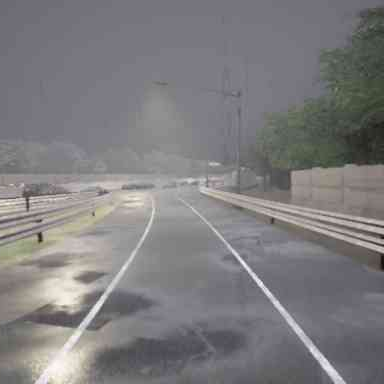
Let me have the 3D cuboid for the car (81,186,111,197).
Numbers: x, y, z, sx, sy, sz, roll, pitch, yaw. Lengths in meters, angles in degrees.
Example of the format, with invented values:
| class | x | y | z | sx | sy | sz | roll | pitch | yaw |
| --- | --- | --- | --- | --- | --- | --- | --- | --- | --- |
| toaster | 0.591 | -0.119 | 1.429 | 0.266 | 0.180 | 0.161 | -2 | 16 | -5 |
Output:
| class | x | y | z | sx | sy | sz | roll | pitch | yaw |
| --- | --- | --- | --- | --- | --- | --- | --- | --- | --- |
| car | -12.411 | 0.011 | 43.449 | 1.882 | 1.535 | 5.008 | 0 | 3 | 16 |

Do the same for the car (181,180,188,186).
| class | x | y | z | sx | sy | sz | roll | pitch | yaw |
| --- | --- | --- | --- | --- | --- | --- | --- | --- | --- |
| car | -2.192 | -2.454 | 90.887 | 2.128 | 1.511 | 4.902 | 0 | 3 | 16 |

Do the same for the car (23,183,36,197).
| class | x | y | z | sx | sy | sz | roll | pitch | yaw |
| --- | --- | --- | --- | --- | --- | --- | --- | --- | --- |
| car | -19.601 | -0.219 | 43.805 | 2.150 | 2.045 | 5.566 | 0 | 3 | 16 |

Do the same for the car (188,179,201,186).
| class | x | y | z | sx | sy | sz | roll | pitch | yaw |
| --- | --- | --- | --- | --- | --- | --- | --- | --- | --- |
| car | 1.166 | -2.474 | 89.897 | 1.882 | 1.535 | 5.008 | 0 | 3 | 16 |

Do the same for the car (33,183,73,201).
| class | x | y | z | sx | sy | sz | roll | pitch | yaw |
| --- | --- | --- | --- | --- | --- | --- | --- | --- | --- |
| car | -16.738 | 0.034 | 41.124 | 2.097 | 1.767 | 4.553 | 0 | 3 | 16 |

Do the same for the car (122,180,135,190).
| class | x | y | z | sx | sy | sz | roll | pitch | yaw |
| --- | --- | --- | --- | --- | --- | --- | --- | --- | --- |
| car | -12.459 | -1.193 | 68.204 | 2.033 | 1.411 | 5.357 | 0 | 3 | 16 |

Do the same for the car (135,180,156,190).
| class | x | y | z | sx | sy | sz | roll | pitch | yaw |
| --- | --- | --- | --- | --- | --- | --- | --- | --- | --- |
| car | -9.111 | -1.360 | 67.176 | 2.097 | 1.767 | 4.553 | 0 | 3 | 16 |

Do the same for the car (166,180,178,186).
| class | x | y | z | sx | sy | sz | roll | pitch | yaw |
| --- | --- | --- | --- | --- | --- | --- | --- | --- | --- |
| car | -5.551 | -2.507 | 91.867 | 1.837 | 1.490 | 4.892 | 0 | 3 | 16 |

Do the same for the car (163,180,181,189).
| class | x | y | z | sx | sy | sz | roll | pitch | yaw |
| --- | --- | --- | --- | --- | --- | --- | --- | --- | --- |
| car | -4.548 | -1.352 | 70.318 | 1.994 | 1.385 | 4.181 | 0 | 3 | 16 |
